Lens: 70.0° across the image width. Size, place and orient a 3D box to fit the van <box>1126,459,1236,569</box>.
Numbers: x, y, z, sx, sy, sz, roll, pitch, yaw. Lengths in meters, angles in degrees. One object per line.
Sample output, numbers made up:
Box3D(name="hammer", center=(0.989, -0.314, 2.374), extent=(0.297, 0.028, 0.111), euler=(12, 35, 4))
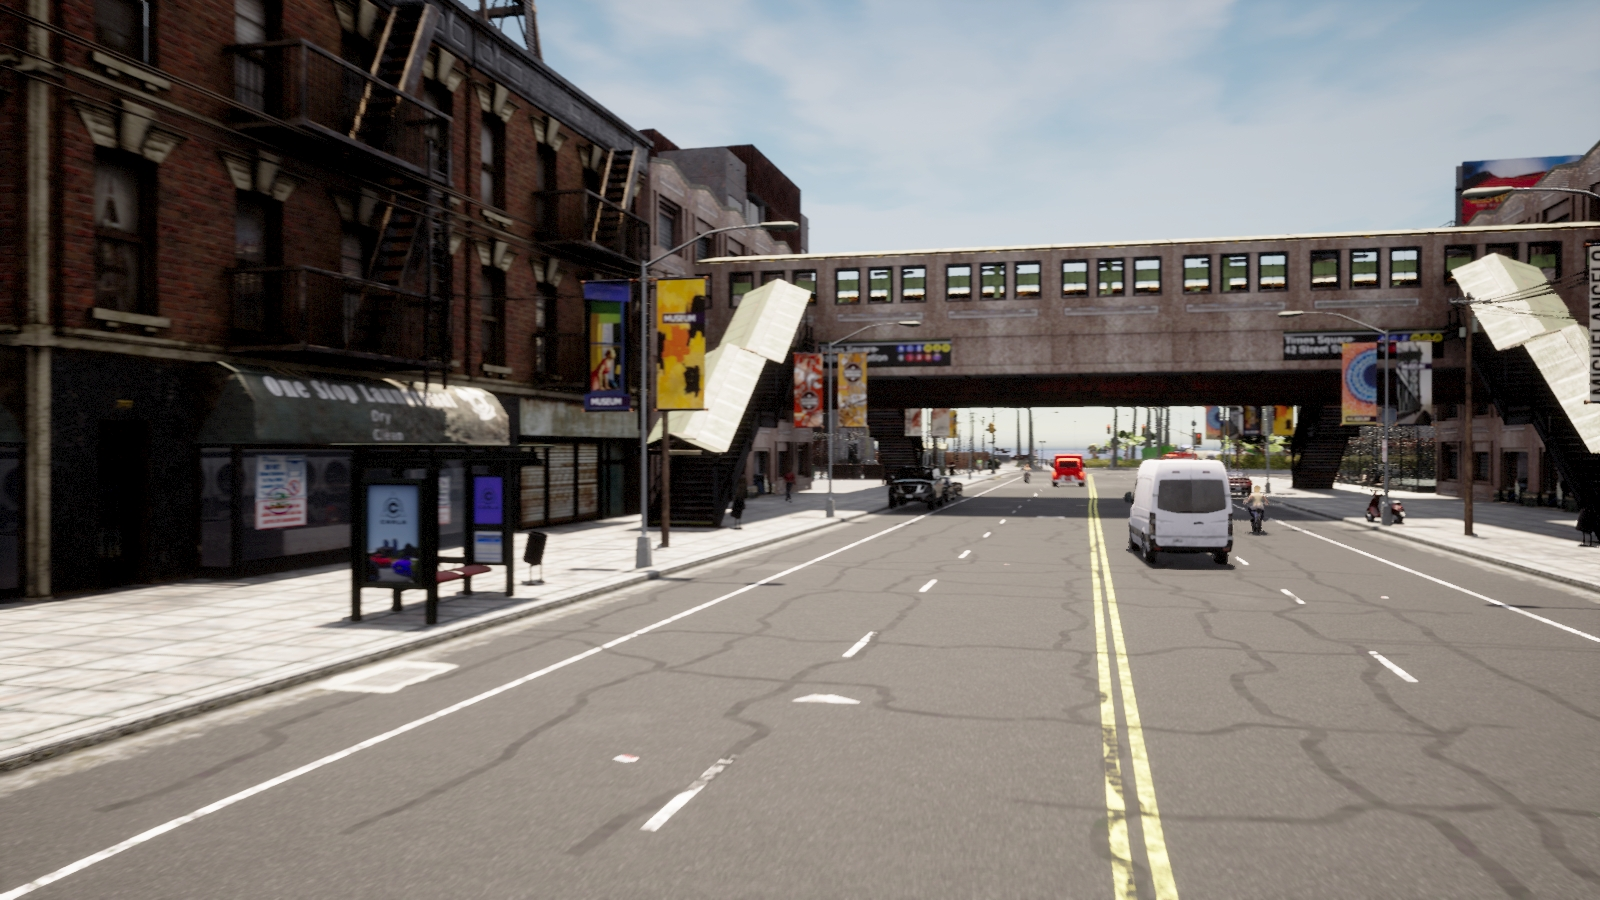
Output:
Box3D(name="van", center=(9.925, 1.540, 30.206), extent=(1.988, 2.561, 5.915), euler=(0, 0, 11))

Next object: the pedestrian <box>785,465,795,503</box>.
Box3D(name="pedestrian", center=(-0.496, 1.696, 56.739), extent=(0.375, 1.860, 0.375), euler=(0, 0, 20))

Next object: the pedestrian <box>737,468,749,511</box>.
Box3D(name="pedestrian", center=(-2.475, 1.695, 49.286), extent=(0.375, 1.860, 0.375), euler=(0, 0, 26))
